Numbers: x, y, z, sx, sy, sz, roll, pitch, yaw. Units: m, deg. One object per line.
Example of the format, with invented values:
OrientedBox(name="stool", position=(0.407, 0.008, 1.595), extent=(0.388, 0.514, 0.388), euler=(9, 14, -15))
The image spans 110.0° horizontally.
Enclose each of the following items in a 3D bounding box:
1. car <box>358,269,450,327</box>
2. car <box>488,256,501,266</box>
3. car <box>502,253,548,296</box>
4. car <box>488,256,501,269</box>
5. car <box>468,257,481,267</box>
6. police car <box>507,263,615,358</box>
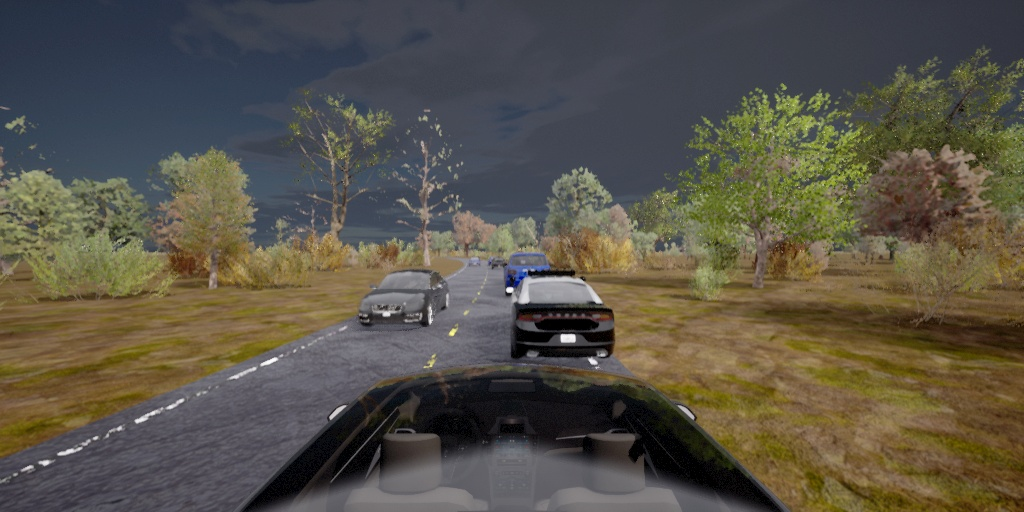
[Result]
OrientedBox(name="car", position=(-3.166, 1.187, 11.362), extent=(1.837, 1.490, 4.892), euler=(0, 0, -1))
OrientedBox(name="car", position=(-2.962, 0.833, 59.276), extent=(1.882, 1.535, 5.008), euler=(0, 0, -7))
OrientedBox(name="car", position=(0.716, 0.857, 18.427), extent=(2.150, 2.045, 5.566), euler=(0, 0, -2))
OrientedBox(name="car", position=(-1.788, 0.941, 46.958), extent=(1.837, 1.490, 4.892), euler=(0, 0, -5))
OrientedBox(name="car", position=(-5.770, 0.906, 55.682), extent=(1.812, 1.442, 4.674), euler=(0, 0, -6))
OrientedBox(name="police car", position=(0.899, 1.128, 8.461), extent=(1.930, 1.638, 5.238), euler=(0, 0, 0))
